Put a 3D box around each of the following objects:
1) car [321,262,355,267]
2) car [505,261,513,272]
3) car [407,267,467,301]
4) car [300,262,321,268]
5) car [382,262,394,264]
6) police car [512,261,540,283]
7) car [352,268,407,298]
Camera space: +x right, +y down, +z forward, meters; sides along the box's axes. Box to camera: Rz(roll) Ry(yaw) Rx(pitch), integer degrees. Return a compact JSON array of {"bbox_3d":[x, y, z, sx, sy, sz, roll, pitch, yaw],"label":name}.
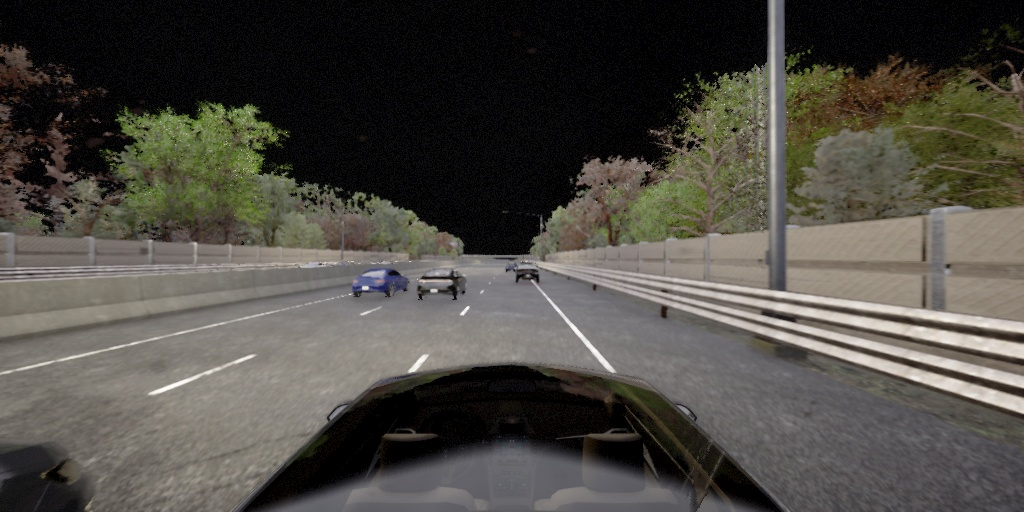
[{"bbox_3d":[-21.081,1.470,44.689,2.128,1.511,4.902,0,0,0],"label":"car"},{"bbox_3d":[0.015,1.614,50.171,1.895,1.301,4.718,0,0,0],"label":"car"},{"bbox_3d":[-3.401,1.316,18.056,2.128,1.511,4.902,0,0,0],"label":"car"},{"bbox_3d":[-24.578,1.505,44.608,1.812,1.442,4.674,0,0,0],"label":"car"},{"bbox_3d":[-17.562,1.538,50.181,1.812,1.442,4.674,0,0,0],"label":"car"},{"bbox_3d":[1.224,1.318,29.986,1.930,1.638,5.238,0,0,0],"label":"police car"},{"bbox_3d":[-6.898,1.356,19.167,1.812,1.442,4.674,0,0,0],"label":"car"}]
